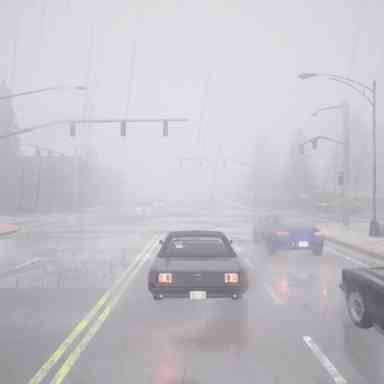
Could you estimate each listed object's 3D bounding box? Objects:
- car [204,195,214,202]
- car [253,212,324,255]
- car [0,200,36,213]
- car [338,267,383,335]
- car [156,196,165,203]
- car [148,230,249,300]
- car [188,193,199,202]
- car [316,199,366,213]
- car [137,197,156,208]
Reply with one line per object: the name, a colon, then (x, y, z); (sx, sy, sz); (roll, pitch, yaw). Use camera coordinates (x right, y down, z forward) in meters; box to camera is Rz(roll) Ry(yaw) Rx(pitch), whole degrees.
car: (3.840, 1.355, 74.996); (2.097, 1.767, 4.553); (0, 0, 0)
car: (3.638, 1.526, 13.111); (1.812, 1.442, 4.674); (0, 0, 0)
car: (-19.468, 1.564, 36.623); (4.181, 1.385, 1.994); (0, 0, 0)
car: (3.614, 1.601, 4.008); (1.895, 1.301, 4.718); (0, 0, 0)
car: (-6.698, 1.568, 68.785); (1.994, 1.385, 4.181); (0, 0, 0)
car: (0.100, 1.601, 8.320); (1.895, 1.301, 4.718); (0, 0, 0)
car: (0.336, 1.225, 74.891); (2.150, 2.045, 5.566); (0, 0, 0)
car: (16.084, 1.478, 36.090); (5.008, 1.535, 1.882); (0, 0, 0)
car: (-6.879, 1.526, 49.288); (1.812, 1.442, 4.674); (0, 0, 0)
